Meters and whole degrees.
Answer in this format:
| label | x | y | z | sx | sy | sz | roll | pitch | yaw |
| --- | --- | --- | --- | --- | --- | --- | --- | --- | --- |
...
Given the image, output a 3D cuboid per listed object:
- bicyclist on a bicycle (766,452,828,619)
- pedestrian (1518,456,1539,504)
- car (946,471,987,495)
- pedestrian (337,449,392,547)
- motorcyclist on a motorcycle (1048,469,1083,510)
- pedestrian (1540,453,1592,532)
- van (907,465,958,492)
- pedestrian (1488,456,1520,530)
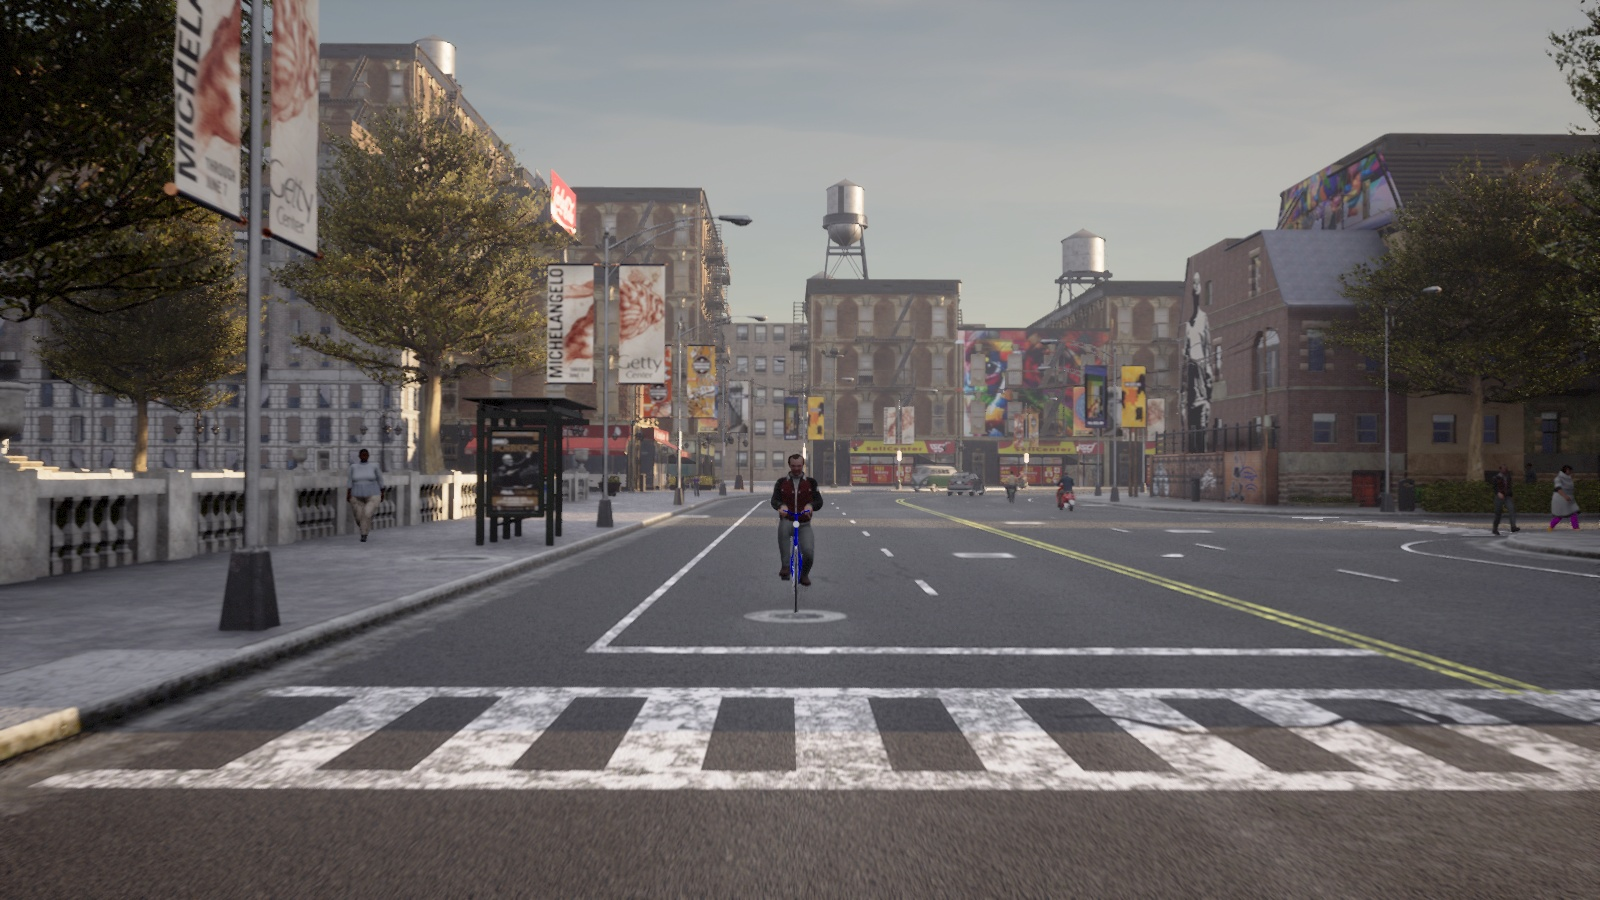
| label | x | y | z | sx | sy | sz | roll | pitch | yaw |
| --- | --- | --- | --- | --- | --- | --- | --- | --- | --- |
| bicyclist on a bicycle | -0.037 | 0.925 | 14.302 | 0.659 | 1.776 | 1.843 | 0 | -1 | 0 |
| pedestrian | 28.273 | 1.174 | 48.732 | 0.614 | 1.847 | 0.353 | 0 | -1 | -9 |
| car | 10.805 | 2.111 | 81.307 | 1.789 | 1.549 | 3.705 | -1 | -1 | 22 |
| pedestrian | -8.355 | 0.909 | 24.147 | 0.874 | 1.855 | 0.900 | 0 | -1 | -11 |
| motorcyclist on a motorcycle | 10.577 | 1.565 | 50.151 | 0.866 | 1.590 | 1.817 | 0 | -1 | -5 |
| pedestrian | 19.205 | 1.063 | 31.501 | 0.659 | 1.952 | 0.873 | 0 | -1 | -19 |
| van | 9.958 | 2.100 | 93.932 | 1.775 | 1.987 | 4.442 | -1 | -1 | 37 |
| pedestrian | 17.750 | 1.072 | 31.671 | 0.376 | 1.854 | 0.720 | 0 | -1 | 0 |
